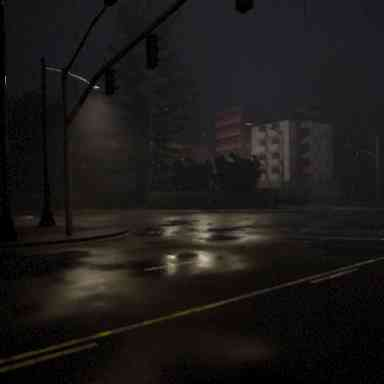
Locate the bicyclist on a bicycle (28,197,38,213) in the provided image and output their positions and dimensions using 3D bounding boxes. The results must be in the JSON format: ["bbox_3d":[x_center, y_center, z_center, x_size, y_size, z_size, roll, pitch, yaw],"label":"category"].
[{"bbox_3d":[-16.470,1.294,34.382,0.582,1.620,1.656,-1,1,9],"label":"bicyclist on a bicycle"}]

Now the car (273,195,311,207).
[{"bbox_3d":[11.613,0.983,39.252,1.895,1.301,4.718,-2,1,-35],"label":"car"}]
